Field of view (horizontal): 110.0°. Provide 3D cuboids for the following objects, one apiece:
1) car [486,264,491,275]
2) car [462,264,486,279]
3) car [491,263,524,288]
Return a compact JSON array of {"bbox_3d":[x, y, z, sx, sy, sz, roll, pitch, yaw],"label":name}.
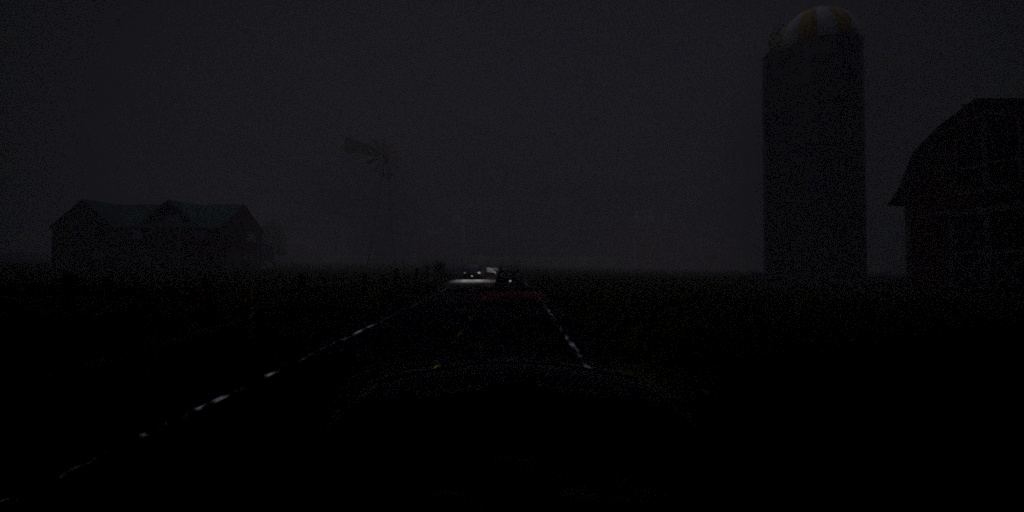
[{"bbox_3d":[-2.341,1.541,43.177,1.895,1.301,4.718,0,0,-10],"label":"car"},{"bbox_3d":[-3.928,1.452,35.250,2.033,1.411,5.357,0,0,-6],"label":"car"},{"bbox_3d":[-0.235,1.357,24.765,2.128,1.511,4.902,0,0,-3],"label":"car"}]
